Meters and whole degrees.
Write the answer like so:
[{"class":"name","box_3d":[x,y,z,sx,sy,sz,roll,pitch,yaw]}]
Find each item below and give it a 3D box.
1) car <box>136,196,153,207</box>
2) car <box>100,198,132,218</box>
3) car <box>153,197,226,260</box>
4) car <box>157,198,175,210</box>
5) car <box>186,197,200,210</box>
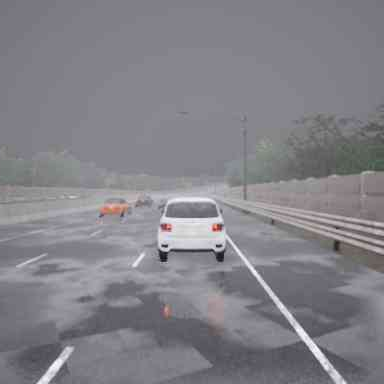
[{"class":"car","box_3d":[-6.891,1.310,48.928,2.097,1.767,4.553,0,0,0]},{"class":"car","box_3d":[-6.904,1.339,30.587,2.097,1.767,4.553,0,0,0]},{"class":"car","box_3d":[-0.003,1.216,12.499,2.150,2.045,5.566,0,0,0]},{"class":"car","box_3d":[-3.399,1.517,44.102,2.033,1.411,5.357,0,0,0]},{"class":"car","box_3d":[0.097,1.474,44.940,1.837,1.490,4.892,0,1,0]}]
